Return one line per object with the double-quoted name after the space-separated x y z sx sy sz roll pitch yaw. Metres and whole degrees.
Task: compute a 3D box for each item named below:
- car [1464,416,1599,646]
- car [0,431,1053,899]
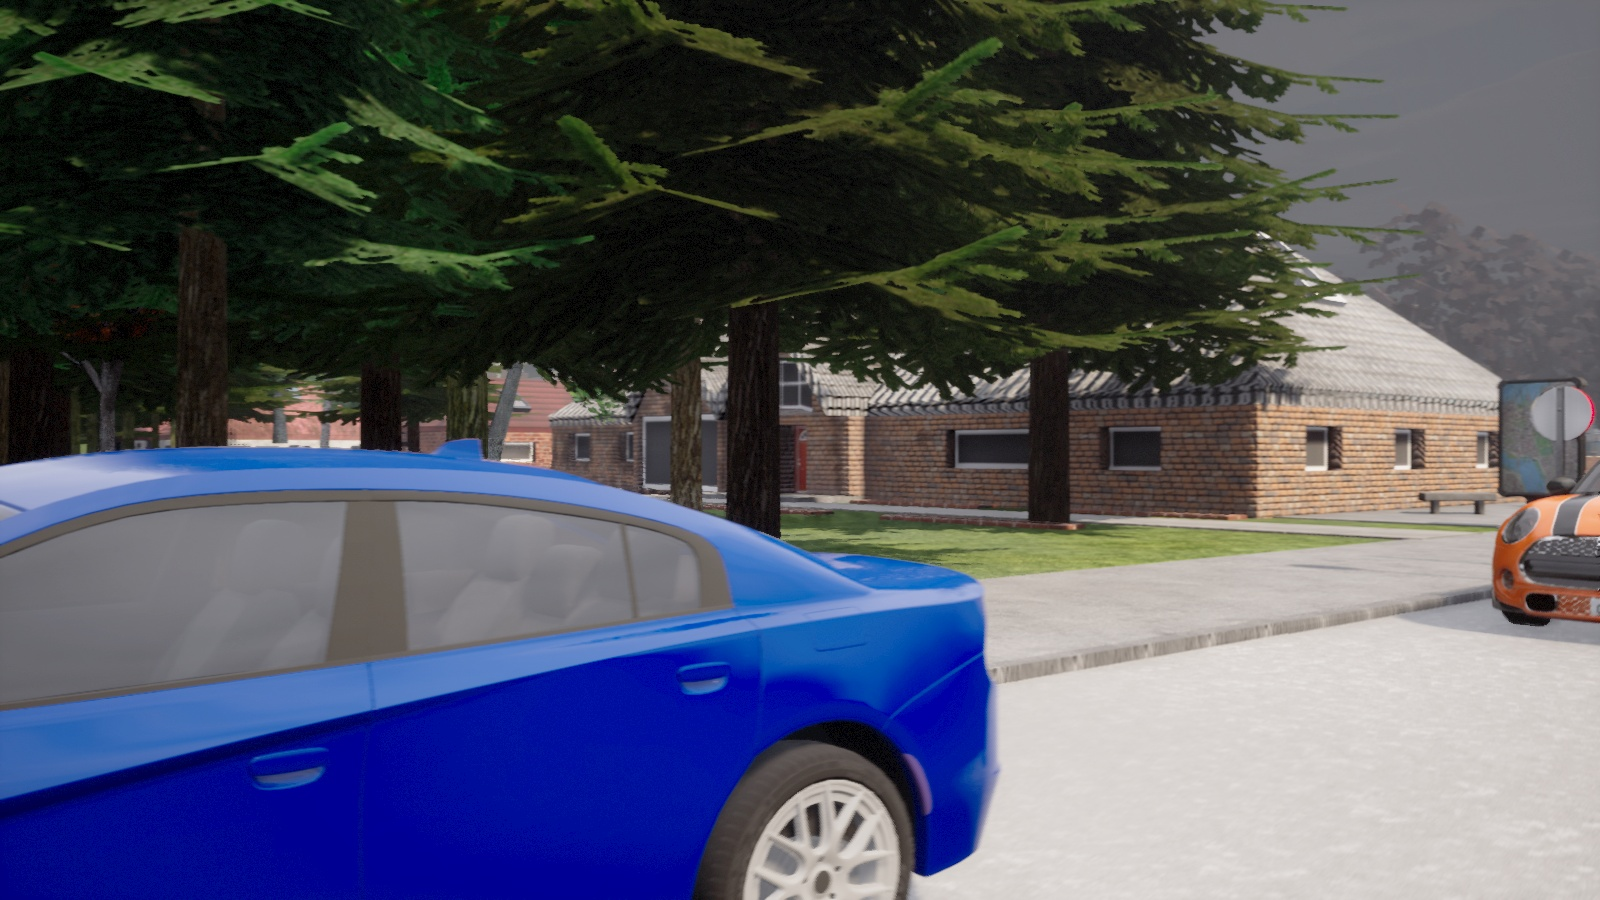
7.935 0.622 11.070 4.553 1.767 2.097 0 0 -40 "car"
-1.743 0.738 3.053 5.008 1.535 1.882 0 0 -40 "car"
